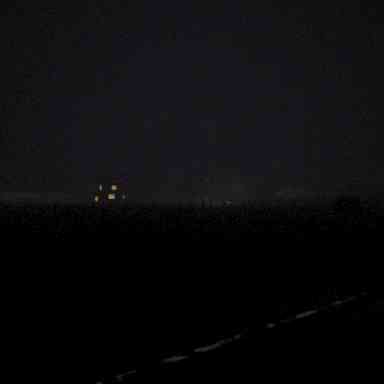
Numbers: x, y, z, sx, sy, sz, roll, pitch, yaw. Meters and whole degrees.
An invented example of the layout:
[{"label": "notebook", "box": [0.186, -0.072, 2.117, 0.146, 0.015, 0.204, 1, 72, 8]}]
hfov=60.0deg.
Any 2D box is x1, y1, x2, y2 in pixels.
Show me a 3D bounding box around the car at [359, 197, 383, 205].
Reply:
[{"label": "car", "box": [34.838, 1.779, 64.661, 1.837, 1.490, 4.892, 0, 0, -35]}]
